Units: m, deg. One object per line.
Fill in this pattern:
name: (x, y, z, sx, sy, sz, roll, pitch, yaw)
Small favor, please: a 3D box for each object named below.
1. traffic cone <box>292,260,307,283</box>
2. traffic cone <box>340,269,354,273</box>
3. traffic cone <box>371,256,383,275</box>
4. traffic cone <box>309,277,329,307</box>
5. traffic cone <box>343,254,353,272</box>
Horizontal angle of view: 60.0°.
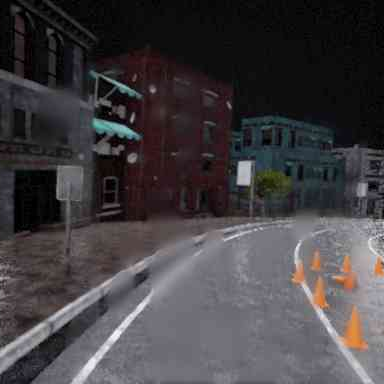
traffic cone: (3.017, 2.198, 9.328, 0.340, 0.580, 0.340, 4, 0, 5)
traffic cone: (4.024, 2.376, 8.987, 0.340, 0.340, 0.580, 4, -1, -25)
traffic cone: (6.186, 2.420, 11.014, 0.340, 0.580, 0.340, 4, -1, 6)
traffic cone: (2.814, 2.168, 7.339, 0.340, 0.580, 0.340, 3, -1, 6)
traffic cone: (5.193, 2.355, 11.111, 0.340, 0.580, 0.340, 4, -1, 5)
